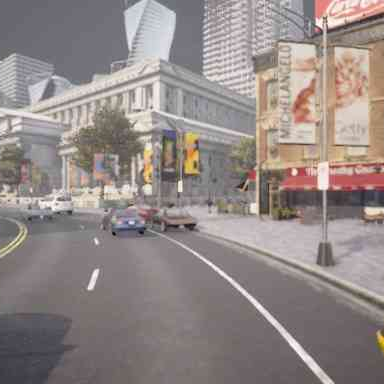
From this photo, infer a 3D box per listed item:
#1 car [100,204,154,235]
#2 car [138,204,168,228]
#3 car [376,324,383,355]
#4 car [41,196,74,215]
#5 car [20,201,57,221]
[{"bbox_3d":[-4.113,1.647,19.494,2.033,1.411,5.357,0,0,-23],"label":"car"},{"bbox_3d":[-3.994,1.657,26.223,2.002,1.452,4.674,0,0,-30],"label":"car"},{"bbox_3d":[3.018,1.472,1.542,1.801,1.575,5.366,0,0,-1],"label":"car"},{"bbox_3d":[-14.522,1.387,35.341,2.150,2.045,5.566,1,-1,-43],"label":"car"},{"bbox_3d":[-13.508,1.732,28.758,1.895,1.301,4.718,0,0,-37],"label":"car"}]
